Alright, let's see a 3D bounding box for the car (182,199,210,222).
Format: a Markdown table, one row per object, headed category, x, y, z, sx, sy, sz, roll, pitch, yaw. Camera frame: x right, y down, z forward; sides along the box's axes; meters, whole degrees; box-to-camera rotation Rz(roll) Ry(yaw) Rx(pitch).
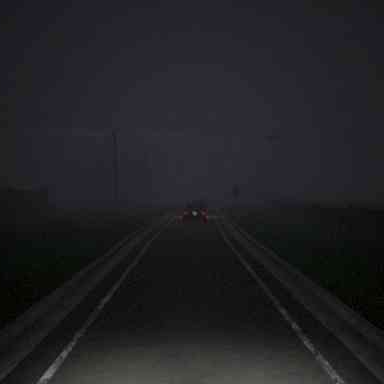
| category | x | y | z | sx | sy | sz | roll | pitch | yaw |
| --- | --- | --- | --- | --- | --- | --- | --- | --- | --- |
| car | 0.228 | 1.550 | 26.018 | 2.033 | 1.411 | 5.357 | 0 | 0 | 1 |
